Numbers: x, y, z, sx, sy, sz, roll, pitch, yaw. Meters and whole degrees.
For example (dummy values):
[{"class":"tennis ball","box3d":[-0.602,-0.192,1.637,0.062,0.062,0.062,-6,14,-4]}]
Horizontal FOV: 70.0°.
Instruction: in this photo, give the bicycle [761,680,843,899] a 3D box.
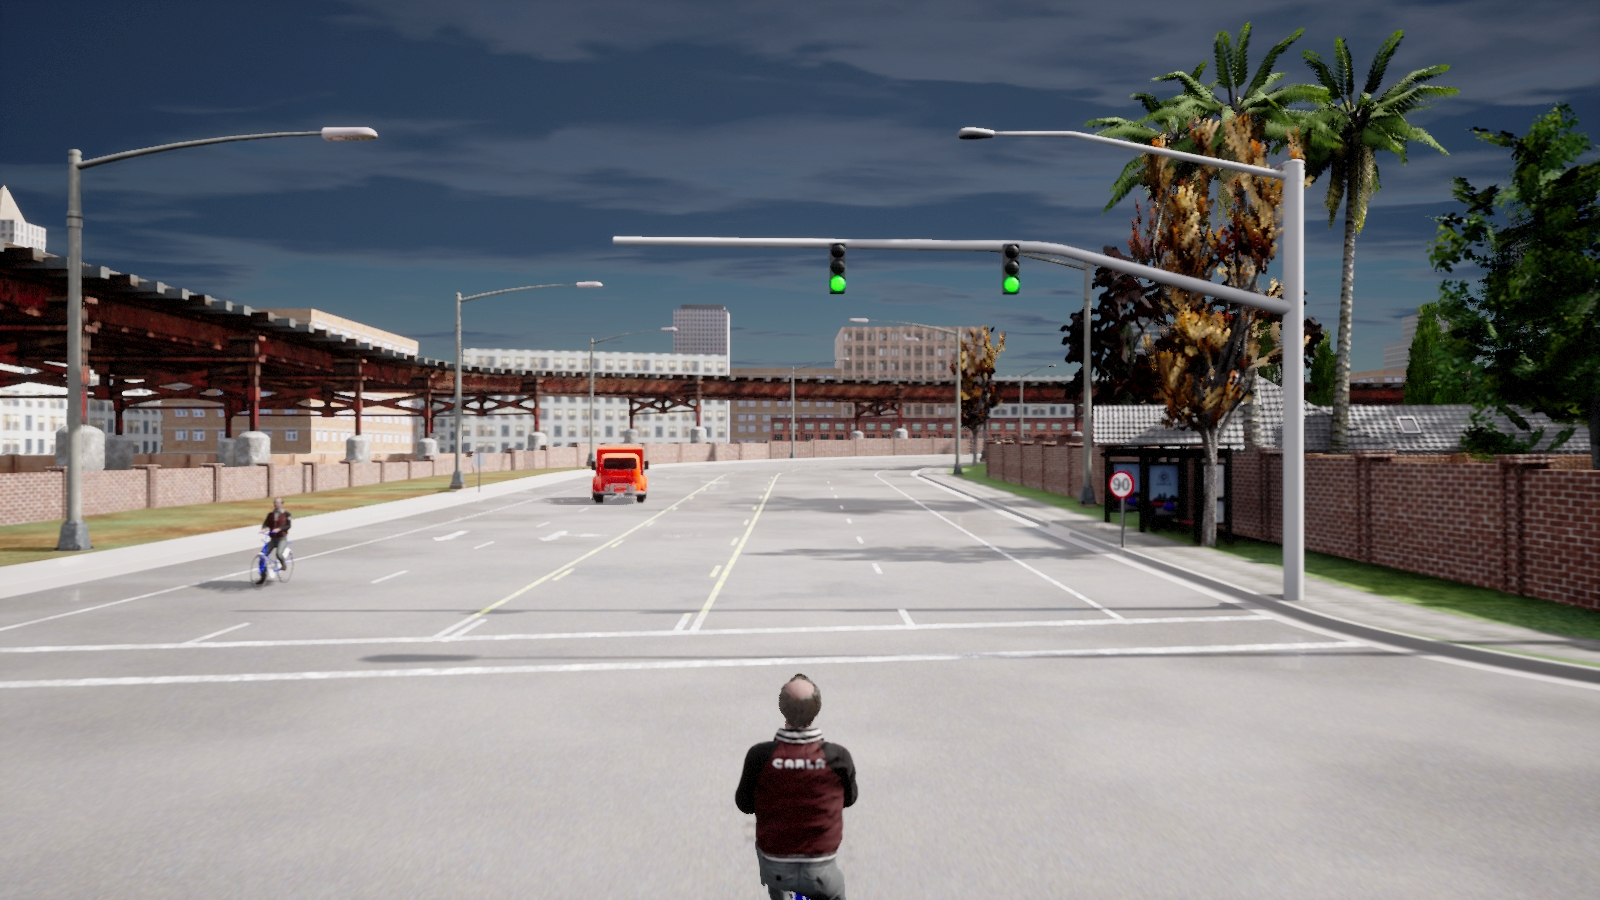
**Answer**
[{"class":"bicycle","box3d":[0.013,2.037,5.478,0.329,1.496,1.835,0,0,0]}]

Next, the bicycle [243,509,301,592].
[{"class":"bicycle","box3d":[-10.487,1.963,22.743,0.329,1.496,1.835,0,0,0]}]

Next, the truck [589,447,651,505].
[{"class":"truck","box3d":[-8.132,1.104,51.644,2.627,2.467,5.204,0,0,-9]}]
